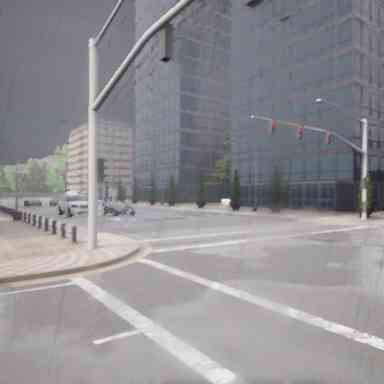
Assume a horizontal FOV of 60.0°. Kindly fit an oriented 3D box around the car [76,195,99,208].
[{"bbox_3d":[-15.917,1.391,50.589,2.097,1.767,4.553,0,0,-35],"label":"car"}]

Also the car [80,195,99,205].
[{"bbox_3d":[-18.726,1.411,60.610,2.097,1.767,4.553,0,0,-35],"label":"car"}]

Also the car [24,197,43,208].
[{"bbox_3d":[-23.484,1.526,49.081,1.812,1.442,4.674,0,0,-35],"label":"car"}]

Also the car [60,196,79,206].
[{"bbox_3d":[-21.612,1.545,58.627,1.837,1.490,4.892,0,0,-35],"label":"car"}]

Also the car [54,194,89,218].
[{"bbox_3d":[-10.748,1.218,30.720,2.150,2.045,5.566,0,0,-35],"label":"car"}]

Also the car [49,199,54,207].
[{"bbox_3d":[-20.338,1.584,50.679,1.994,1.385,4.181,0,0,-35],"label":"car"}]

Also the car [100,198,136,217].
[{"bbox_3d":[-7.016,1.542,31.493,1.812,1.442,4.674,0,0,-35],"label":"car"}]
